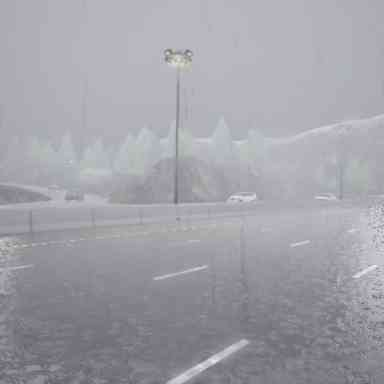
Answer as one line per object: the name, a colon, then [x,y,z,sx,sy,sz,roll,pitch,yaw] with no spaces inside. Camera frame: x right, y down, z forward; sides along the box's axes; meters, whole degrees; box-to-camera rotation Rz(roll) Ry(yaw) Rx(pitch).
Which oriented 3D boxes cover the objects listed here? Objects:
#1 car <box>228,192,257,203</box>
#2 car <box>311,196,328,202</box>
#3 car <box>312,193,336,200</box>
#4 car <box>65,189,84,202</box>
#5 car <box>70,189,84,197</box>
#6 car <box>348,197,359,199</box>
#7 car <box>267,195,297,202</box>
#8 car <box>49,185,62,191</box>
car: [7.928,1.016,51.739,2.150,2.045,5.566,1,0,43]
car: [28.461,1.536,74.136,1.812,1.442,4.674,1,1,42]
car: [23.192,1.249,58.007,2.150,2.045,5.566,1,1,43]
car: [-18.922,0.511,53.906,2.150,2.045,5.566,1,0,-8]
car: [-24.306,0.222,70.220,2.128,1.511,4.902,1,3,-28]
car: [33.814,1.691,69.620,1.994,1.385,4.181,1,1,42]
car: [12.275,1.510,46.150,1.895,1.301,4.718,1,1,43]
car: [-34.037,-1.054,82.572,4.674,1.442,1.812,7,4,43]
